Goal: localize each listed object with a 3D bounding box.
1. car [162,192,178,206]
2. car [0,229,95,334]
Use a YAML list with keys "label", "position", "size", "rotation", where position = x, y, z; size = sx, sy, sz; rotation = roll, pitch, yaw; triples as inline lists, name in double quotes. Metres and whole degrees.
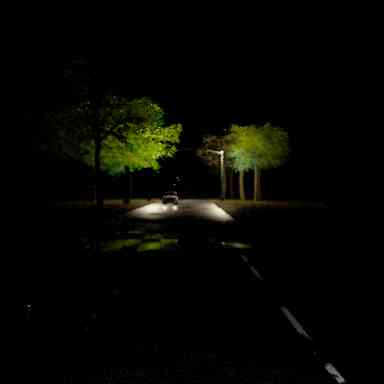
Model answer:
- label: "car"
  position: [-3.236, 0.978, 50.510]
  size: [2.150, 2.045, 5.566]
  rotation: [0, 0, 1]
- label: "car"
  position: [-3.589, 1.535, 6.992]
  size: [2.033, 1.411, 5.357]
  rotation: [0, 0, 0]
